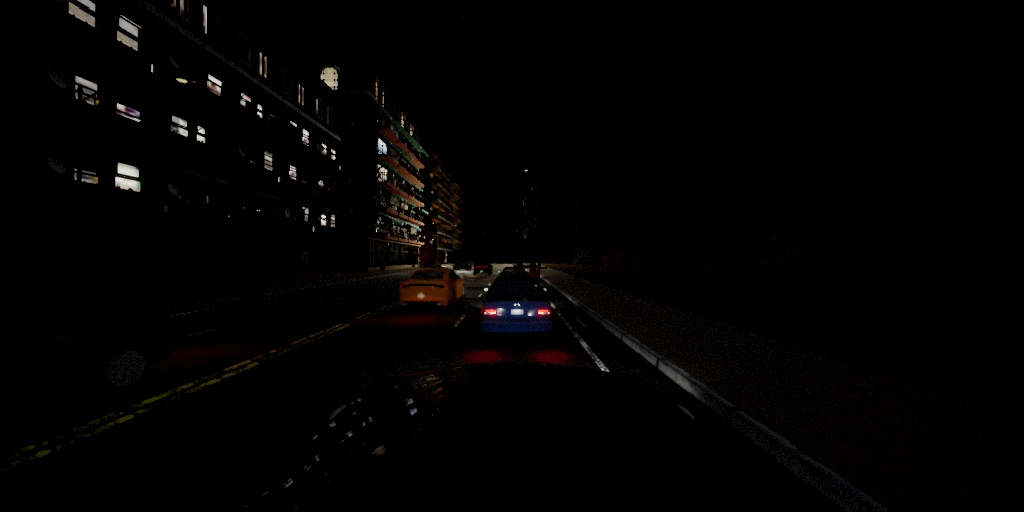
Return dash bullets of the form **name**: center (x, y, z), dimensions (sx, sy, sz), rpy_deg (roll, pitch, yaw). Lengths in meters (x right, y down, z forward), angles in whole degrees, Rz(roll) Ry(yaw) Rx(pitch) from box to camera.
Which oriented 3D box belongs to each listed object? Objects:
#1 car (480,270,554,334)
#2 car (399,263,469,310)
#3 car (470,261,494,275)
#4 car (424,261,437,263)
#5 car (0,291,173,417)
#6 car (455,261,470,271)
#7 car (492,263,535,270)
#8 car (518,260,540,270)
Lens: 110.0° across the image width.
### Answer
- **car**: center (0.110, 1.299, 10.534), dimensions (2.033, 1.411, 5.357), rpy_deg (0, 0, 0)
- **car**: center (-3.138, 1.230, 14.855), dimensions (1.882, 1.535, 5.008), rpy_deg (0, 0, 0)
- **car**: center (-3.110, 1.260, 39.301), dimensions (1.837, 1.490, 4.892), rpy_deg (0, 0, 0)
- **car**: center (-9.808, 1.301, 43.422), dimensions (2.033, 1.411, 5.357), rpy_deg (0, 0, 0)
- **car**: center (-6.598, 1.228, 3.833), dimensions (1.882, 1.535, 5.008), rpy_deg (0, 0, 0)
- **car**: center (-6.550, 1.317, 46.982), dimensions (1.994, 1.385, 4.181), rpy_deg (0, 0, 0)
- **car**: center (0.113, 1.317, 20.867), dimensions (1.994, 1.385, 4.181), rpy_deg (0, 0, 1)
- **car**: center (1.167, 1.105, 29.802), dimensions (2.097, 1.767, 4.553), rpy_deg (0, 0, 0)
